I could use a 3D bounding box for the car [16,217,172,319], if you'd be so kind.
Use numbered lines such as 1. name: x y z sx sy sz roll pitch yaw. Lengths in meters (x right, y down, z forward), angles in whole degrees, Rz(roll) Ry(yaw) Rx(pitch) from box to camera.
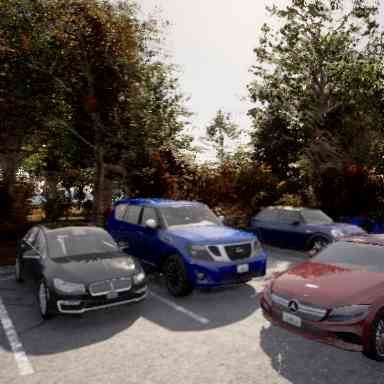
1. car: -2.761 1.485 7.629 2.231 1.521 4.892 0 0 -36

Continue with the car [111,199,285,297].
1. car: -0.542 1.237 9.169 2.435 2.045 5.566 0 0 -36

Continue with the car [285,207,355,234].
1. car: 4.185 1.361 12.495 2.185 1.767 4.553 1 -1 -36

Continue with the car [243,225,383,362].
1. car: 3.303 1.535 6.038 4.674 1.442 1.812 0 0 -35
